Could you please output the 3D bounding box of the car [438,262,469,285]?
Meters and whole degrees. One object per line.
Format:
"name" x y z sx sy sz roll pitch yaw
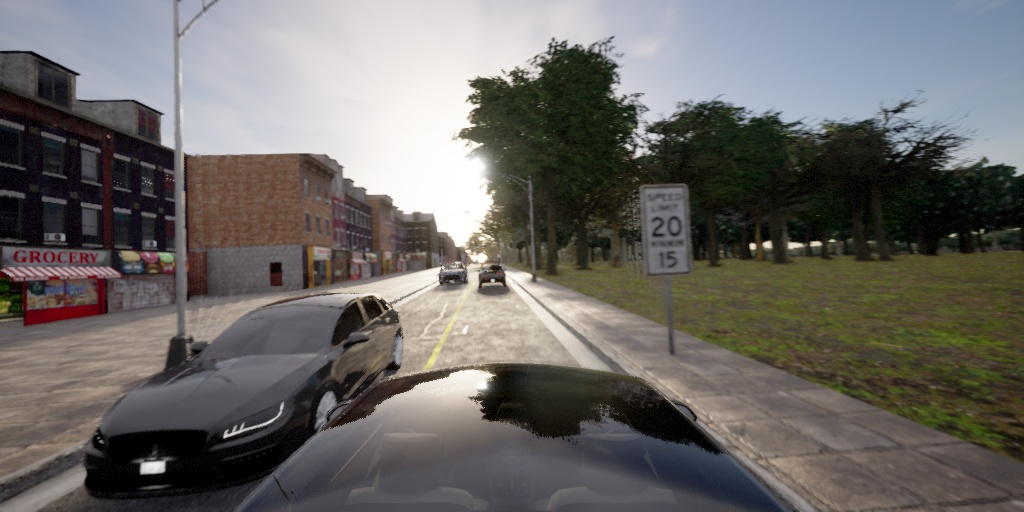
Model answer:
"car" -4.596 1.313 28.678 2.097 1.767 4.553 -2 0 -4

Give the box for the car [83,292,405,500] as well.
"car" -2.953 1.375 5.243 1.837 1.490 4.892 -2 1 -3

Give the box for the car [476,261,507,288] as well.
"car" -1.420 1.326 25.375 1.837 1.490 4.892 -2 0 -4
